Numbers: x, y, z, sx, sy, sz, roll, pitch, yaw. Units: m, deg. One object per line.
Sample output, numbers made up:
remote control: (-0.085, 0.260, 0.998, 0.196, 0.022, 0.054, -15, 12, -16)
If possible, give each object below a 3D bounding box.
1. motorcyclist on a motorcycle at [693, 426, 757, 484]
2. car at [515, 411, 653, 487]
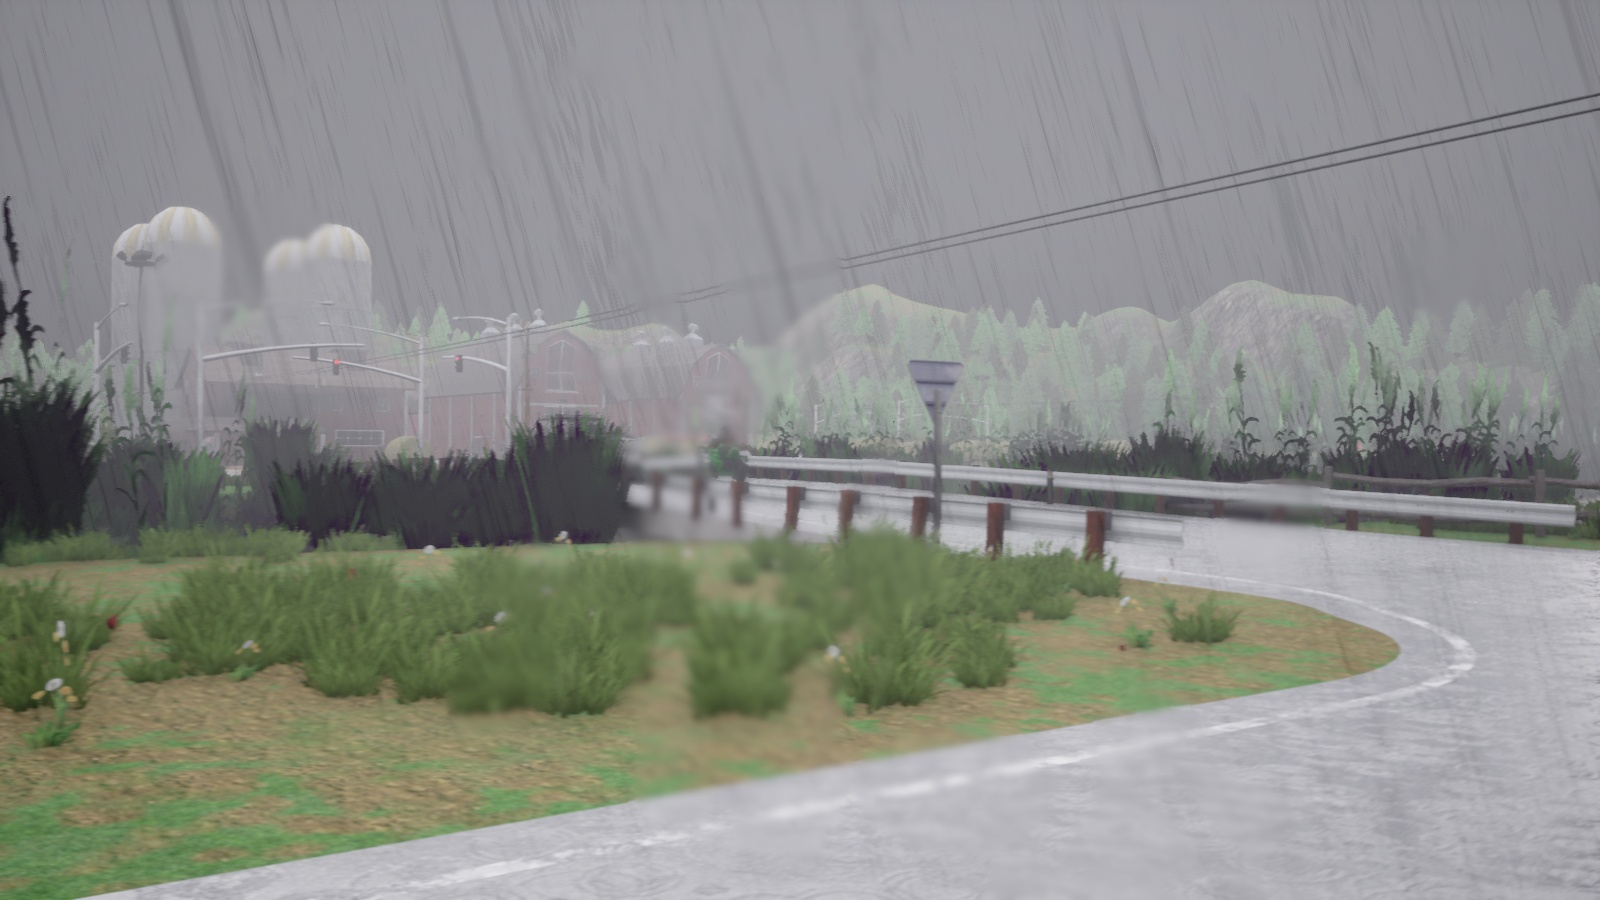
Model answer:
motorcyclist on a motorcycle: (-2.041, 0.125, 33.842, 0.797, 1.523, 2.044, 0, 1, -33)
car: (-5.778, -0.051, 33.173, 1.932, 1.855, 4.605, 0, 0, -33)
